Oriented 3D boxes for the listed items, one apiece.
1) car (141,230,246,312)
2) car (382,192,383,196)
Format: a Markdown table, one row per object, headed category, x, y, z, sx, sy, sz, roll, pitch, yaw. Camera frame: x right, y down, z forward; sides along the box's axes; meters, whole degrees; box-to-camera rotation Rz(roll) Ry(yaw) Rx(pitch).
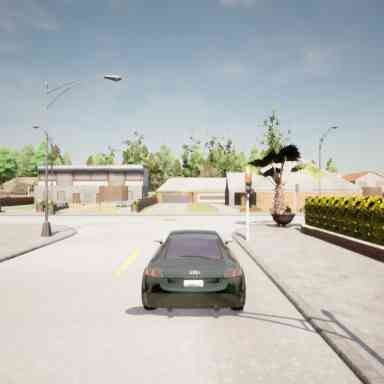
| category | x | y | z | sx | sy | sz | roll | pitch | yaw |
| --- | --- | --- | --- | --- | --- | --- | --- | --- | --- |
| car | 0.042 | 1.564 | 7.790 | 1.994 | 1.385 | 4.181 | 0 | 0 | 0 |
| car | 37.875 | 0.972 | 64.998 | 1.905 | 1.878 | 3.866 | 0 | 0 | 0 |
